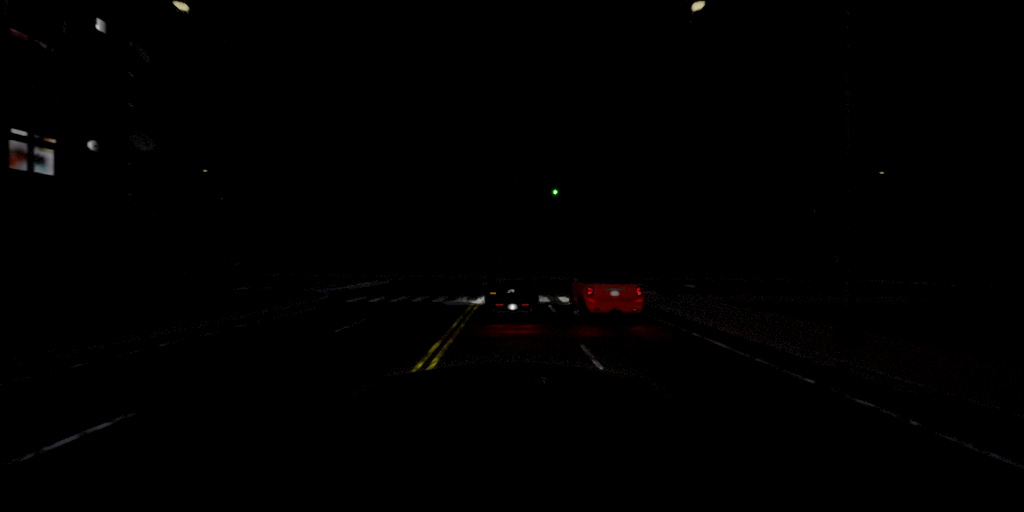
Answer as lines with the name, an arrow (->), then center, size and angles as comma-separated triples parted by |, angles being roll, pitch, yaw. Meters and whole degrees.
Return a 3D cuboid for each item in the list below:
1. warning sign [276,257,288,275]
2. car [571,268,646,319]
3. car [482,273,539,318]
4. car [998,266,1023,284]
warning sign -> -23.471, 0.987, 36.888 | 1.060, 1.860, 1.300 | 0, 0, 1
car -> 3.455, 1.235, 13.660 | 2.097, 1.767, 4.553 | 0, -1, 4
car -> -0.080, 1.389, 13.776 | 1.837, 1.490, 4.892 | 0, -1, -2
car -> 47.659, 1.712, 32.268 | 5.566, 2.045, 2.150 | 1, 0, 2
